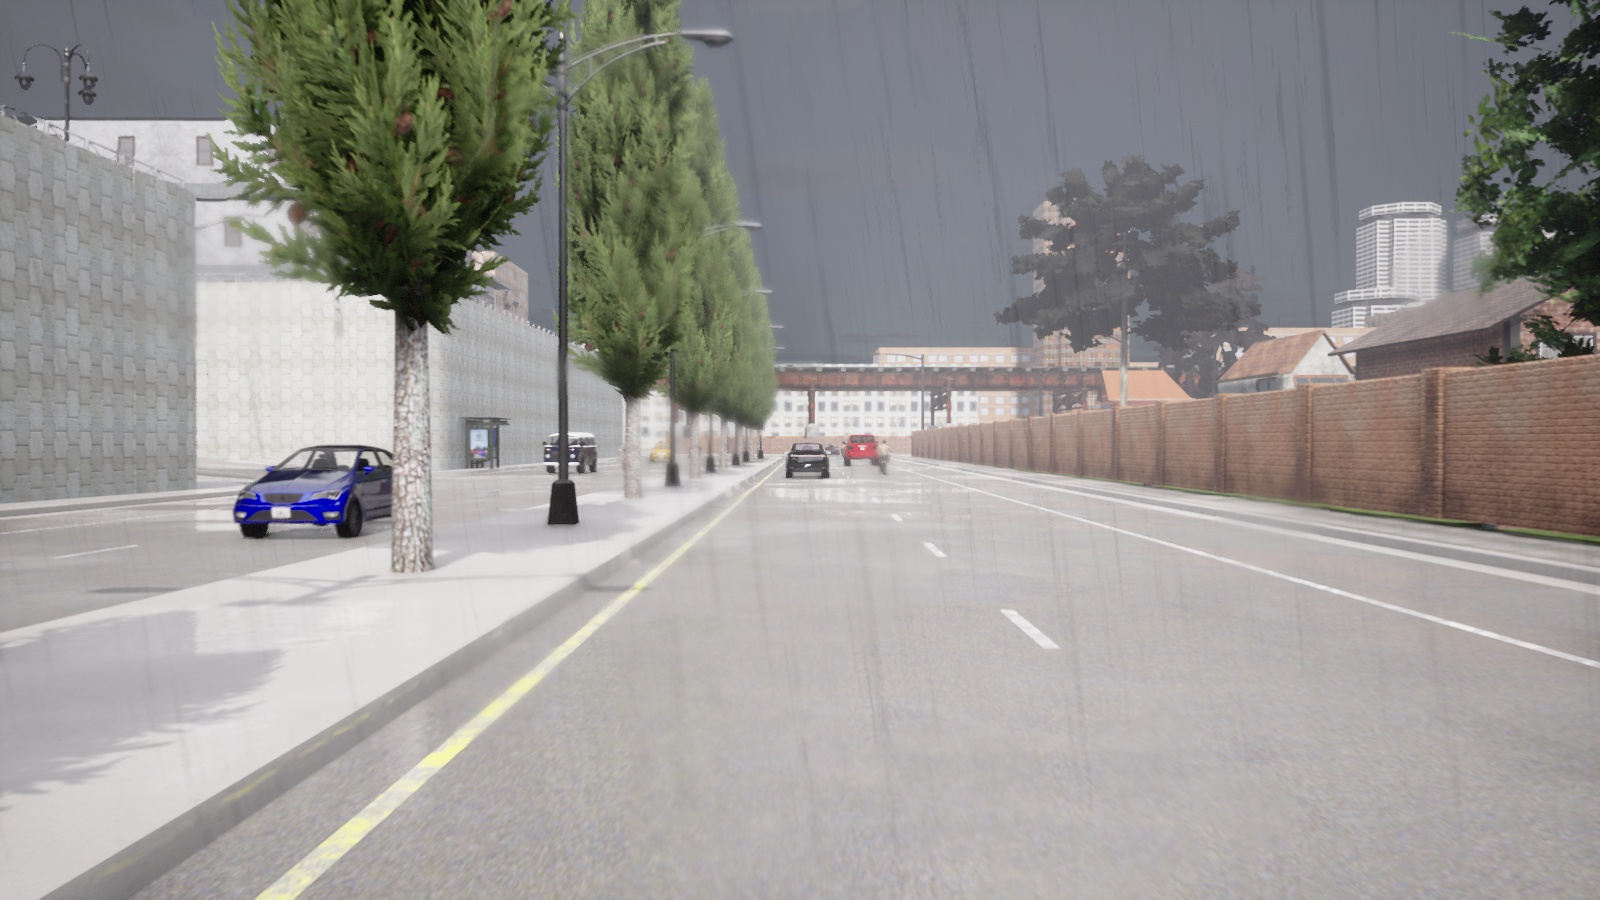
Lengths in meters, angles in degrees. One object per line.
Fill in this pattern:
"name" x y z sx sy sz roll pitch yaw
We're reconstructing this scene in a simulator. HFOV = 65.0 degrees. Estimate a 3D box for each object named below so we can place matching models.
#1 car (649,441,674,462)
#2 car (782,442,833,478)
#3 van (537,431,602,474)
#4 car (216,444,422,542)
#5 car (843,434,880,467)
"car" -10.784 0.123 98.235 1.801 1.575 5.366 0 0 -5
"car" 0.325 0.396 54.487 2.128 1.511 4.902 0 0 0
"van" -11.312 0.111 61.992 2.069 2.038 4.480 0 0 4
"car" -7.866 0.636 20.971 1.816 1.474 4.193 0 0 0
"car" 3.981 0.008 81.795 2.150 2.045 5.566 0 0 0
